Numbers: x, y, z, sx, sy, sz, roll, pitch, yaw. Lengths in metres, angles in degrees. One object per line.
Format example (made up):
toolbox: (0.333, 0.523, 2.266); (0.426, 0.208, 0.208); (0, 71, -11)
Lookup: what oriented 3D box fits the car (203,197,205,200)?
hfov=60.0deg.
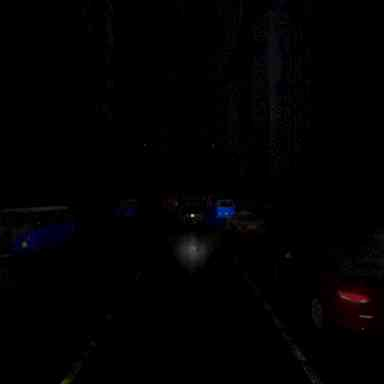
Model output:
car: (3.067, 1.518, 47.018); (2.150, 2.045, 5.566); (0, 0, 0)

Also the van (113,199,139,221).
van: (-5.698, 1.529, 29.164); (1.690, 1.788, 3.998); (0, 0, 0)

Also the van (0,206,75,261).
van: (-5.684, 1.422, 12.218); (1.690, 1.788, 3.998); (0, 0, 0)

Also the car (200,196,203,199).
car: (2.804, 1.911, 57.420); (2.008, 1.369, 4.403); (0, 0, 0)

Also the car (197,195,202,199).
car: (2.784, 1.936, 80.015); (1.967, 1.590, 4.097); (0, 0, 0)

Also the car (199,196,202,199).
car: (2.799, 1.945, 63.070); (2.008, 1.369, 4.403); (0, 0, 0)

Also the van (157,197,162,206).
van: (-5.727, 1.735, 63.057); (1.690, 1.788, 3.998); (0, 0, 0)

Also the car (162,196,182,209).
car: (-3.121, 1.684, 52.564); (2.097, 1.767, 4.553); (0, 0, 0)

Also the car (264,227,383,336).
car: (2.847, 1.626, 6.583); (1.802, 1.307, 4.206); (0, 0, 0)

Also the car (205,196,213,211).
car: (3.073, 1.483, 40.018); (2.150, 2.045, 5.566); (0, 0, 0)

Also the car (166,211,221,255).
car: (0.053, 1.691, 13.670); (1.895, 1.301, 4.718); (0, 0, 0)

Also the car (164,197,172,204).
car: (-5.740, 2.021, 79.832); (1.752, 1.417, 4.829); (0, 0, 0)

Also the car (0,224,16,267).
car: (-5.678, 1.589, 6.568); (1.887, 1.381, 4.507); (0, 0, 0)

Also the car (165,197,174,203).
car: (-5.745, 2.097, 85.650); (1.947, 1.339, 4.313); (0, 0, 0)

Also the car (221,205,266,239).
car: (2.837, 1.643, 18.051); (1.752, 1.417, 4.829); (0, 0, 0)

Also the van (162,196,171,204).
van: (-5.736, 1.803, 74.354); (1.690, 1.788, 3.998); (0, 0, 0)

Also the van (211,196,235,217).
van: (2.827, 1.529, 29.179); (1.690, 1.788, 3.998); (0, 0, 0)

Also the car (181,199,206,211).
car: (0.046, 1.701, 30.181); (1.837, 1.490, 4.892); (0, 0, 0)
